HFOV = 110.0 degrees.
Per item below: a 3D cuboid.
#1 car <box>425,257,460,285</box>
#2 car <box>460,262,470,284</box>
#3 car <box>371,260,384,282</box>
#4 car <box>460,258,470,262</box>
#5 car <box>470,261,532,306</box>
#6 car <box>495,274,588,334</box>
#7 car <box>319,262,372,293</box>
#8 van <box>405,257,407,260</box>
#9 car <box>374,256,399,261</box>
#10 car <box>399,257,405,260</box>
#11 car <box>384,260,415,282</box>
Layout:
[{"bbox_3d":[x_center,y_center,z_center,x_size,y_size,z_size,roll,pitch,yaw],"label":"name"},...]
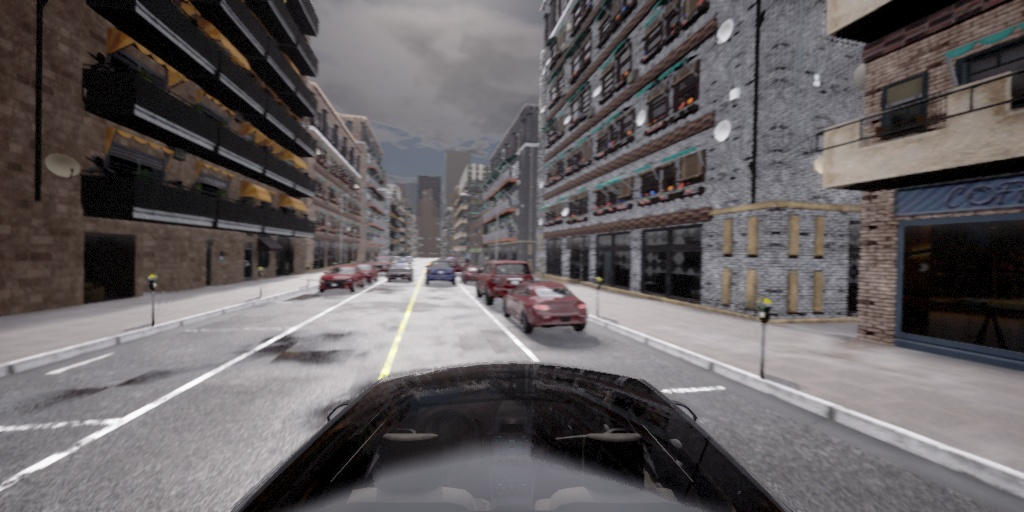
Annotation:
[{"bbox_3d":[-5.282,1.106,26.417,2.097,1.767,4.553,1,0,-13],"label":"car"},{"bbox_3d":[-2.950,1.382,27.283,1.802,1.307,4.207,0,0,-13],"label":"car"},{"bbox_3d":[-10.651,1.199,25.616,1.888,1.381,4.507,0,0,-13],"label":"car"},{"bbox_3d":[-5.473,1.116,38.327,2.192,1.841,5.009,0,0,-13],"label":"car"},{"bbox_3d":[-0.426,1.115,16.239,2.192,1.841,5.009,0,0,-13],"label":"car"},{"bbox_3d":[0.836,1.383,10.717,1.802,1.307,4.207,0,0,-13],"label":"car"},{"bbox_3d":[-9.392,1.199,20.107,1.888,1.381,4.507,0,0,-13],"label":"car"},{"bbox_3d":[-16.946,0.996,53.162,1.690,1.789,3.998,0,0,-13],"label":"van"},{"bbox_3d":[-13.169,0.969,36.634,2.192,1.841,5.009,0,0,-13],"label":"car"},{"bbox_3d":[-15.649,1.181,47.487,1.751,1.417,4.829,0,0,-13],"label":"car"},{"bbox_3d":[-8.661,1.248,28.242,2.033,1.411,5.357,1,0,-12],"label":"car"}]
